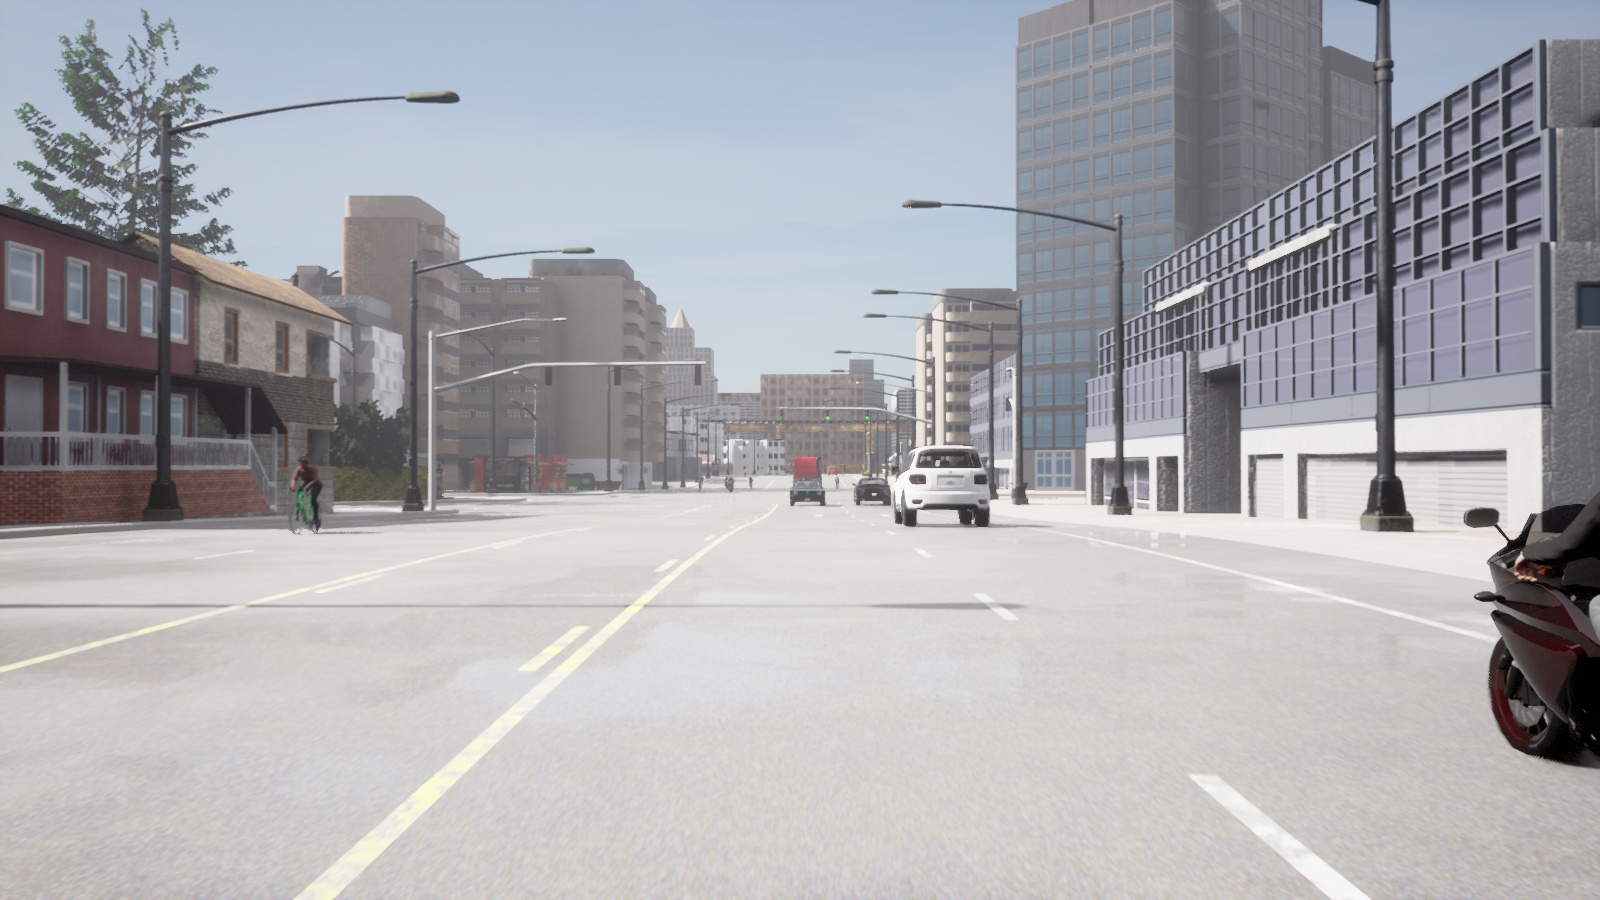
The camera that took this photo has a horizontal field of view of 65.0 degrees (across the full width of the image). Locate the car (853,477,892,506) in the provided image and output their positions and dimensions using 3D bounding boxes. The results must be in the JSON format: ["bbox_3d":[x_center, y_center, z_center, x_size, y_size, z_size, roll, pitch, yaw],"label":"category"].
[{"bbox_3d":[3.906,2.220,68.327,1.882,1.535,5.008,0,-1,0],"label":"car"}]

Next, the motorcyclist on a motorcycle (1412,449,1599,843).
[{"bbox_3d":[3.546,0.760,5.301,0.866,1.530,2.191,0,0,0],"label":"motorcyclist on a motorcycle"}]

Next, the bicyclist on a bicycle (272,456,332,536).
[{"bbox_3d":[-10.335,0.948,26.113,0.582,1.620,1.656,0,-1,0],"label":"bicyclist on a bicycle"}]

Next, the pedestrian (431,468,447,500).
[{"bbox_3d":[-20.725,1.934,72.113,0.694,1.848,0.540,1,-1,-42],"label":"pedestrian"}]

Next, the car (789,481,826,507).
[{"bbox_3d":[0.398,2.319,66.995,1.895,1.301,4.718,0,-1,0],"label":"car"}]

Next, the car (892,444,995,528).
[{"bbox_3d":[3.707,0.992,33.457,2.150,2.045,5.566,0,-2,0],"label":"car"}]
